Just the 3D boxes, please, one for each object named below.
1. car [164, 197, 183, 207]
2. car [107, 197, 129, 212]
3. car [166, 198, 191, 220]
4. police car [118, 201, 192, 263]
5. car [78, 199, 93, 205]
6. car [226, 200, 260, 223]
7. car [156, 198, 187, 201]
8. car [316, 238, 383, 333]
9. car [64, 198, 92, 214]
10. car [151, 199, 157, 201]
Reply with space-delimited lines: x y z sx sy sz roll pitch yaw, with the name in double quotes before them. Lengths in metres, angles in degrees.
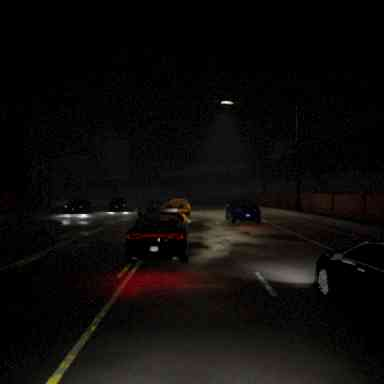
"car" -2.763 1.493 48.331 1.994 1.385 4.181 0 -1 -15
"car" -7.962 1.298 36.132 1.837 1.490 4.892 0 0 -8
"car" -1.111 1.313 27.732 1.882 1.535 5.008 0 0 -2
"police car" -1.048 1.354 11.814 1.930 1.638 5.238 0 0 0
"car" -23.006 2.183 71.659 2.033 1.411 5.357 1 -2 -29
"car" 3.560 1.335 23.834 1.882 1.535 5.008 0 0 -1
"car" -1.047 1.348 21.707 1.882 1.535 5.008 0 0 0
"car" 3.601 1.472 5.321 1.837 1.490 4.892 0 0 0
"car" -11.120 1.318 32.733 1.812 1.442 4.674 0 0 -6
"car" -6.835 1.917 61.834 1.895 1.301 4.718 0 -2 -21
